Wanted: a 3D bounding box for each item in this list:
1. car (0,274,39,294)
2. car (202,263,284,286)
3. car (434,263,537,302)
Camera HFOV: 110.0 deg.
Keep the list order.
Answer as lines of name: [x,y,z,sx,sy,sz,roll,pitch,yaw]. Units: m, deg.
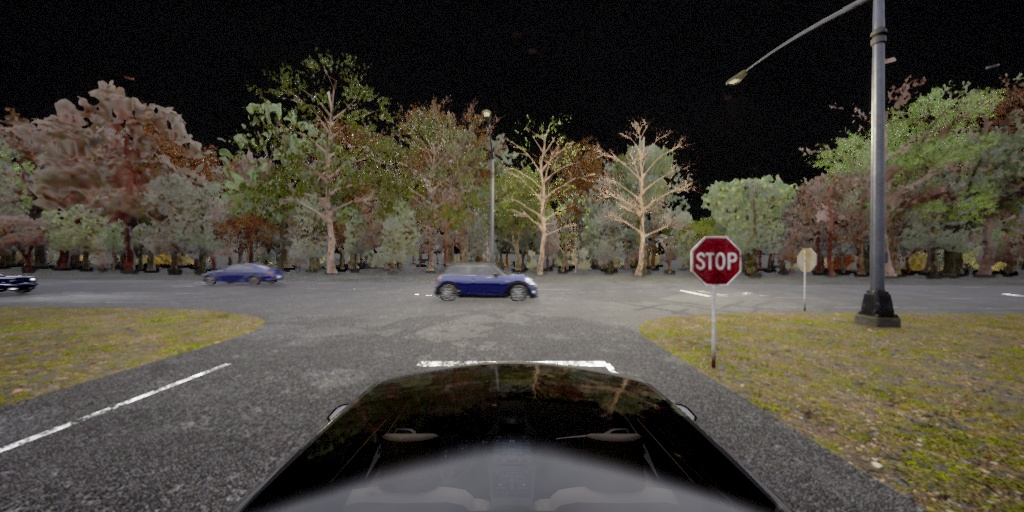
car: [-25.394,1.199,16.717,4.718,1.301,1.895,0,0,1]
car: [-17.541,1.177,23.517,4.674,1.442,1.812,0,0,1]
car: [-1.129,1.103,16.311,4.553,1.767,2.097,0,0,0]
